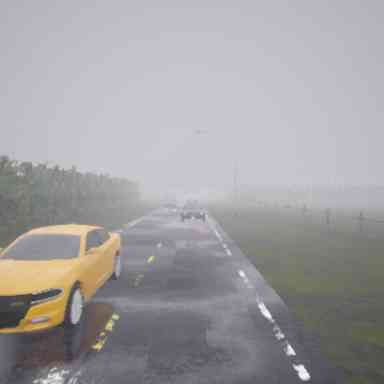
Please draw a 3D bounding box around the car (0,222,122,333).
[{"bbox_3d":[-2.848,1.482,7.192,1.882,1.535,5.008,0,0,0],"label":"car"}]

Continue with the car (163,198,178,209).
[{"bbox_3d":[-2.855,1.548,45.516,2.033,1.411,5.357,0,0,0],"label":"car"}]

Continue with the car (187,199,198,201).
[{"bbox_3d":[0.084,1.550,41.626,2.033,1.411,5.357,0,0,0],"label":"car"}]

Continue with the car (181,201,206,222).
[{"bbox_3d":[0.084,1.608,26.534,1.895,1.301,4.718,0,0,0],"label":"car"}]
